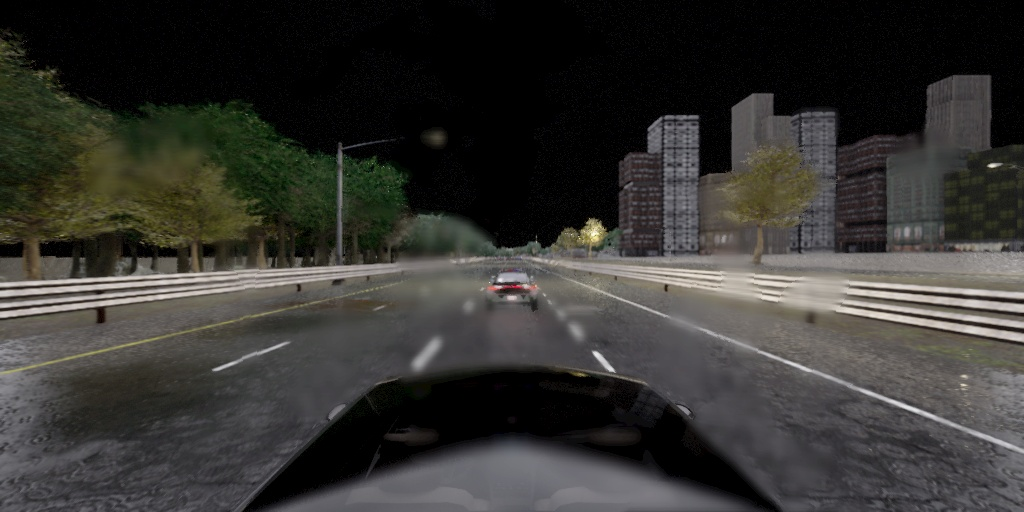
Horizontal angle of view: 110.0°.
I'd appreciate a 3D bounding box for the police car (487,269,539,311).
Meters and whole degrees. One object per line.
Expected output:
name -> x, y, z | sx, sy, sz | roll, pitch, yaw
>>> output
police car -> 0.030, 1.338, 15.052 | 2.038, 1.542, 4.974 | 0, -1, 0
